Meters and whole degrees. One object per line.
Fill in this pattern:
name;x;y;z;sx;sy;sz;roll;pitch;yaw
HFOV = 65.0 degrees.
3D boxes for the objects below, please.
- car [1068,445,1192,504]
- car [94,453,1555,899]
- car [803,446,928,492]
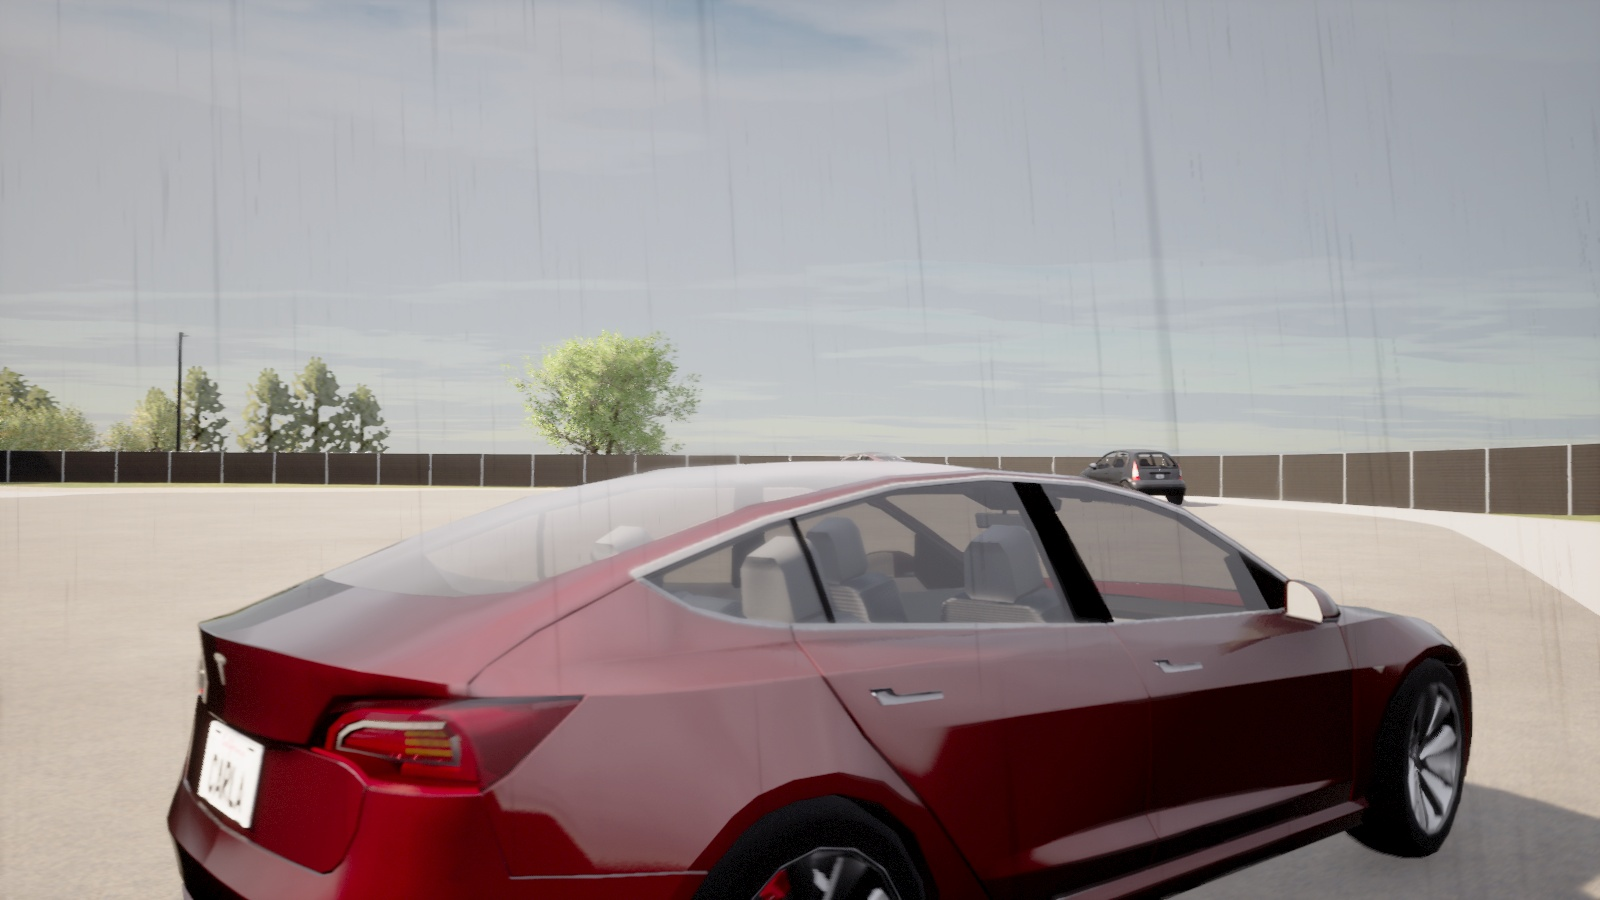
car;9.645;0.698;37.036;1.851;1.617;3.988;-1;0;-14
car;0.496;0.770;4.338;4.792;1.488;2.163;0;-1;-40
car;2.548;0.752;50.150;2.152;1.651;5.027;-2;0;-39
